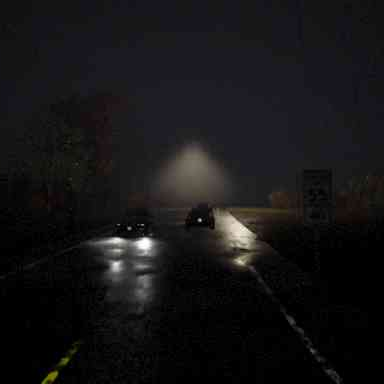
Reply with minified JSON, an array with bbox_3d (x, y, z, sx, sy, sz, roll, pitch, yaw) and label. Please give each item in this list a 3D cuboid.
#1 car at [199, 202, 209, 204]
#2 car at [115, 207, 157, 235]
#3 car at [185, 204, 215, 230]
[{"bbox_3d":[1.456,1.946,40.207,1.994,1.385,4.181,0,-1,4],"label":"car"},{"bbox_3d":[-3.239,1.697,20.022,1.837,1.490,4.892,0,-1,2],"label":"car"},{"bbox_3d":[0.578,1.788,23.178,1.994,1.385,4.181,0,-1,2],"label":"car"}]
